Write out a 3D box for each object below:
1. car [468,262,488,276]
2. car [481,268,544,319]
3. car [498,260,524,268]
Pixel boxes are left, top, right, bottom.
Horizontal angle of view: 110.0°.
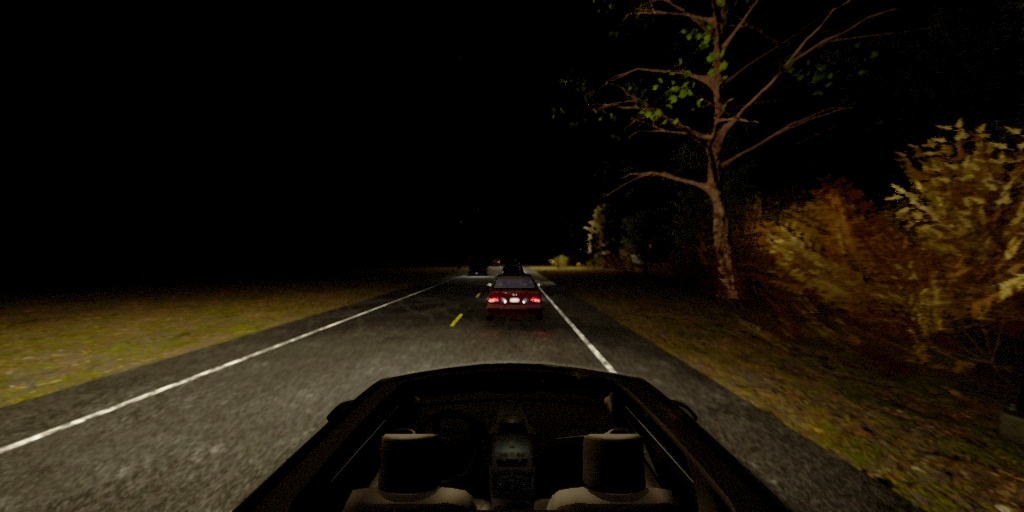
[{"bbox_3d":[-3.603,1.387,39.184,2.033,1.411,5.357,0,0,0],"label":"car"},{"bbox_3d":[0.084,1.324,12.849,2.033,1.411,5.357,0,0,0],"label":"car"},{"bbox_3d":[0.089,1.316,32.949,2.128,1.511,4.902,0,0,0],"label":"car"}]
